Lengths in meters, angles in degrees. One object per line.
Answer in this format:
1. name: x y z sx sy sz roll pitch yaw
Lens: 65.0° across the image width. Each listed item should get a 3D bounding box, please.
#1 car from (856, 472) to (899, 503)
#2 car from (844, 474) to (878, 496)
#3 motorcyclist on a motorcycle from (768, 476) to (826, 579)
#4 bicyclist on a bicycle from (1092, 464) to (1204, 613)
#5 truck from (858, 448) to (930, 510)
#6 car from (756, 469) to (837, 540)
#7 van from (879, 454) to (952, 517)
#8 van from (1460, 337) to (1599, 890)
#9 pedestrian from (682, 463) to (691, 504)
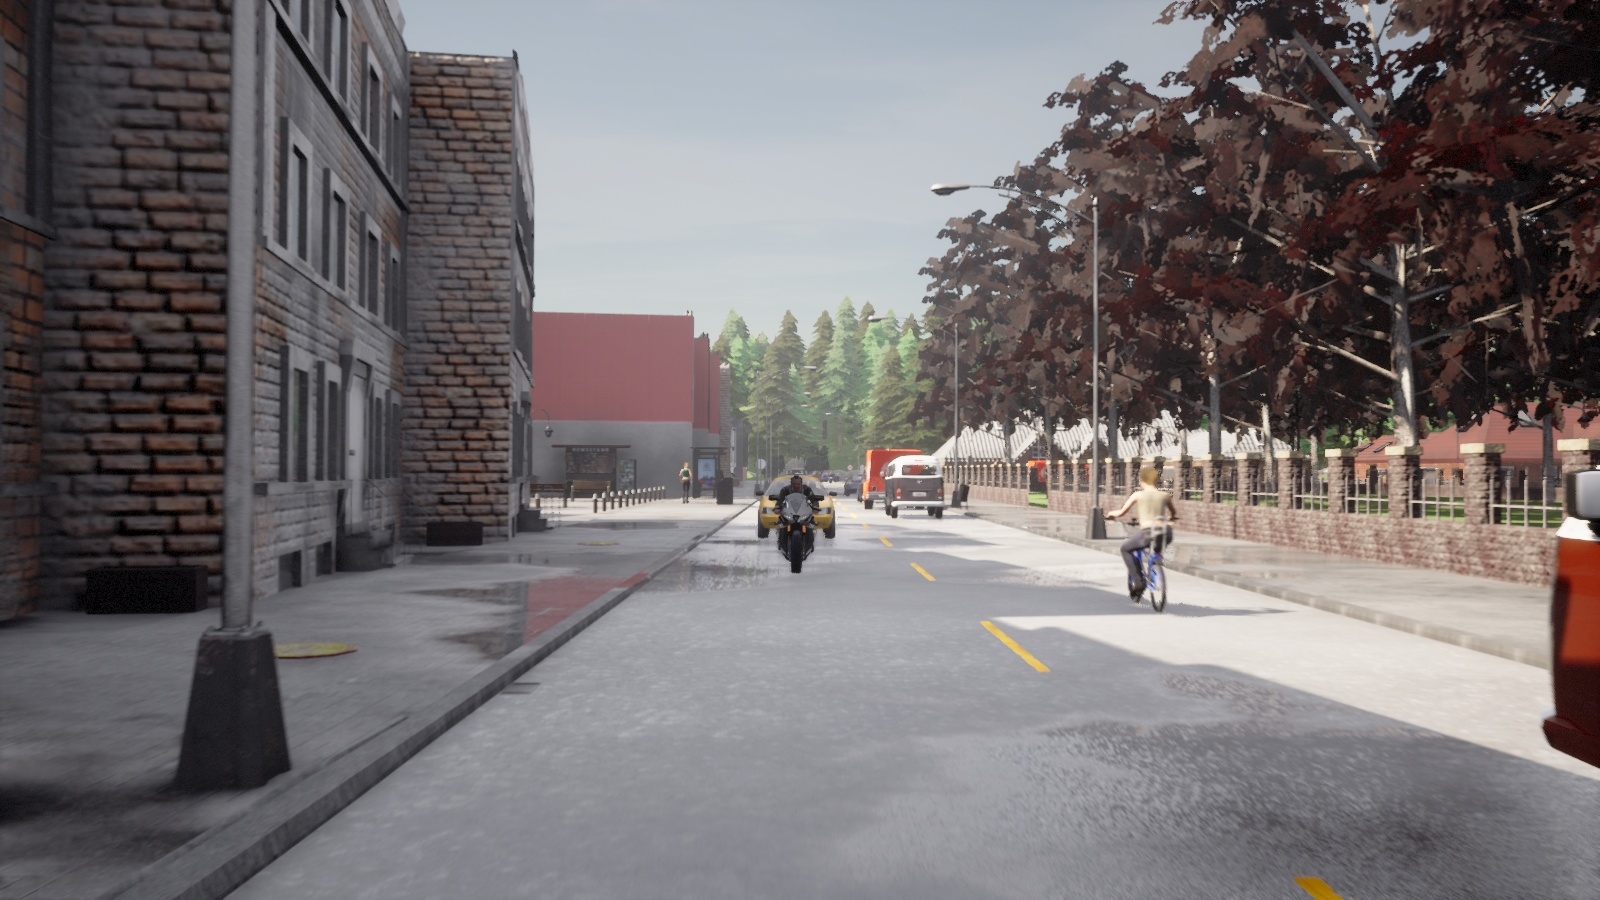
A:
1. car: 3.877 1.865 63.356 1.837 1.490 4.892 0 -1 0
2. car: 3.842 2.197 79.668 1.994 1.385 4.181 0 -1 1
3. motorcyclist on a motorcycle: -0.048 1.184 19.937 0.866 1.530 2.191 0 -1 0
4. bicyclist on a bicycle: 3.960 0.977 14.416 0.866 1.612 1.509 0 -1 0
5. truck: 3.885 1.201 52.932 2.627 2.467 5.204 0 -1 0
6. car: -0.075 1.268 30.707 1.801 1.575 5.366 0 -1 0
7. van: 3.898 1.236 43.149 2.069 2.038 4.480 0 -2 0
8. van: 3.987 0.578 3.343 2.069 2.038 4.480 0 -1 0
9. pedestrian: -5.028 1.475 55.597 0.345 1.836 0.594 0 -1 -3
